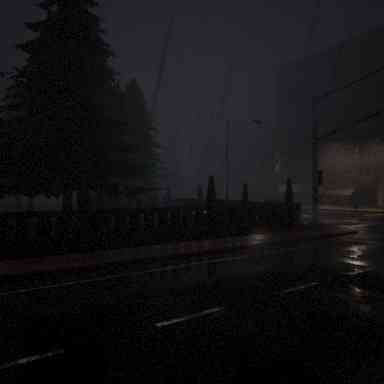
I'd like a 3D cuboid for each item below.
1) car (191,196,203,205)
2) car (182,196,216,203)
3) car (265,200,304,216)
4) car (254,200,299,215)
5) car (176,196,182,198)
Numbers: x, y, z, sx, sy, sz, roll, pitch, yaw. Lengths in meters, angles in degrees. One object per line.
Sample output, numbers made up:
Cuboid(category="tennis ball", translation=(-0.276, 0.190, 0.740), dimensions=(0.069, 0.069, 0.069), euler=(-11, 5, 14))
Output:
Cuboid(category="car", translation=(0.987, 1.422, 59.985), dimensions=(1.882, 1.535, 5.008), euler=(0, 0, 5))
Cuboid(category="car", translation=(0.700, 1.471, 40.360), dimensions=(1.812, 1.442, 4.674), euler=(0, 1, -23))
Cuboid(category="car", translation=(7.286, 1.422, 28.807), dimensions=(1.882, 1.535, 5.008), euler=(0, 0, -33))
Cuboid(category="car", translation=(8.454, 1.508, 33.455), dimensions=(1.994, 1.385, 4.181), euler=(0, 0, -32))
Cuboid(category="car", translation=(-2.210, 1.470, 62.966), dimensions=(1.812, 1.442, 4.674), euler=(0, 0, 8))
